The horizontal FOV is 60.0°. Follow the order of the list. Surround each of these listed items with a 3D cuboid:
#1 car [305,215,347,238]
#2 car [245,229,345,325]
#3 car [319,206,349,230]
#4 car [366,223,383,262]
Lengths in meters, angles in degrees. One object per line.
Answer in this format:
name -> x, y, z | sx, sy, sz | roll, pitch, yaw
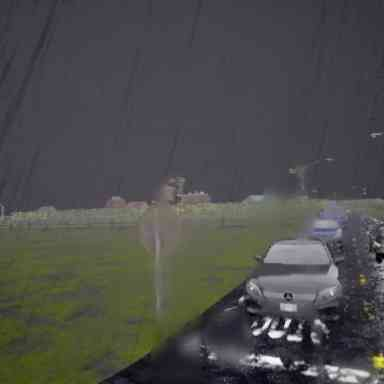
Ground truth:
car -> 7.337, 2.214, 18.299 | 1.812, 1.442, 4.674 | -3, -3, 25
car -> 2.612, 1.857, 8.016 | 1.812, 1.442, 4.674 | -3, -3, 23
car -> 12.961, 2.317, 30.303 | 2.150, 2.045, 5.566 | -3, -3, 25
car -> 8.316, 1.964, 13.553 | 2.033, 1.411, 5.357 | -3, -3, 24
